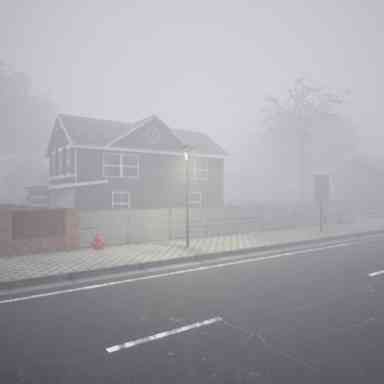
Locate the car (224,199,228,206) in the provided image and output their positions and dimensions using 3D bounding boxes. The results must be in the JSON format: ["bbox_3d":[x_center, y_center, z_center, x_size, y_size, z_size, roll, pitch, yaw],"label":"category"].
[{"bbox_3d":[3.692,1.542,47.360,2.128,1.511,4.902,0,0,-35],"label":"car"}]
